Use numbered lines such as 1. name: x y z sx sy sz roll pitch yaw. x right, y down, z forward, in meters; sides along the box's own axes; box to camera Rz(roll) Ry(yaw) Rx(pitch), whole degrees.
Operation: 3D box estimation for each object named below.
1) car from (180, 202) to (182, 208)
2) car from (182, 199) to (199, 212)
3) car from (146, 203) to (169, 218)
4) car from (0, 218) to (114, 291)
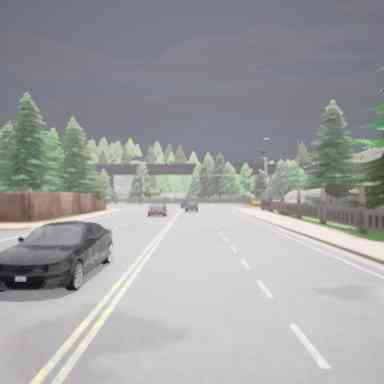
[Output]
1. car: -0.592 1.963 56.987 2.097 1.767 4.553 0 -1 -15
2. car: -0.005 2.048 46.656 2.033 1.411 5.357 0 -1 0
3. car: -3.585 1.906 35.397 1.812 1.442 4.674 0 -1 0
4. car: -3.601 1.580 9.487 1.882 1.535 5.008 0 -1 0
